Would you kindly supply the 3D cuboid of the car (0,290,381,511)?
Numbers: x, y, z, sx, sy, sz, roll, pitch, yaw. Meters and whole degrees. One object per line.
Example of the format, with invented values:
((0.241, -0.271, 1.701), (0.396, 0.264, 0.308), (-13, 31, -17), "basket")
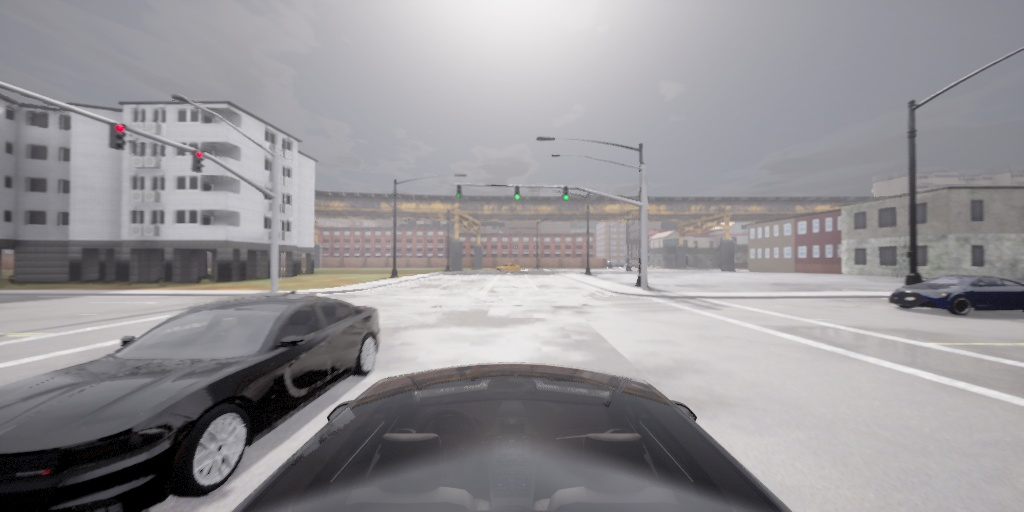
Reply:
((-3.406, 1.295, 4.724), (1.882, 1.535, 5.008), (0, 0, 1), "car")

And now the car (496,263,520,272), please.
((-0.705, 2.001, 60.943), (1.882, 1.535, 5.008), (0, 0, 39), "car")

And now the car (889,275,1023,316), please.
((17.024, 1.405, 13.519), (4.181, 1.385, 1.994), (-1, -1, 1), "car")
